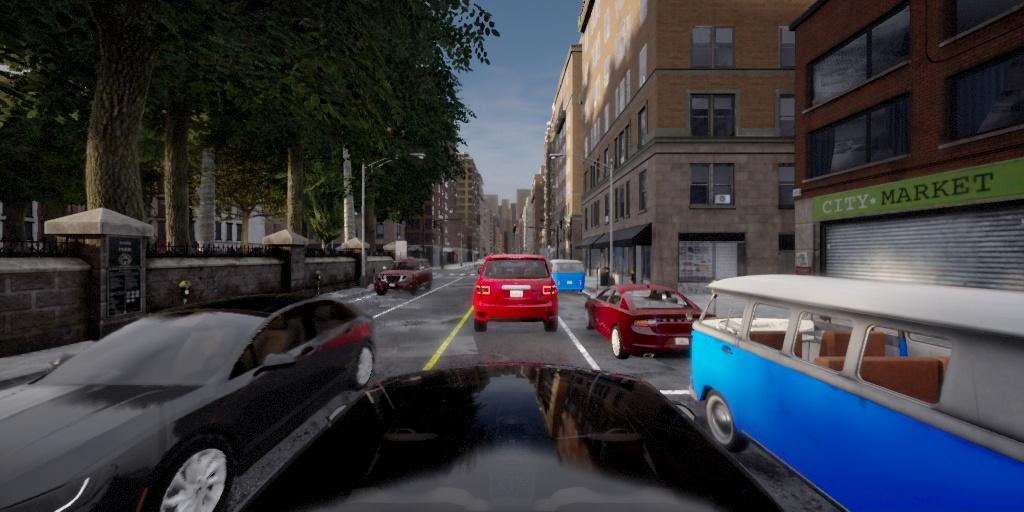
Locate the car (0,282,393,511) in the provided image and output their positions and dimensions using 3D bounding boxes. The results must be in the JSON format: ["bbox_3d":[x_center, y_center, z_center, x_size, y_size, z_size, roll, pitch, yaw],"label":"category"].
[{"bbox_3d":[-3.101,1.255,3.977,1.837,1.490,4.892,0,0,0],"label":"car"}]

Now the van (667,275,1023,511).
[{"bbox_3d":[2.856,1.091,2.578,1.690,1.789,3.998,0,0,0],"label":"van"}]

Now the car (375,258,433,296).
[{"bbox_3d":[-5.676,1.059,19.516,2.192,1.841,5.009,0,0,0],"label":"car"}]

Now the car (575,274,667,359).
[{"bbox_3d":[2.854,1.294,8.239,1.888,1.381,4.507,0,0,0],"label":"car"}]

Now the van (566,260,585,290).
[{"bbox_3d":[2.849,1.085,19.560,1.690,1.789,3.998,0,0,0],"label":"van"}]

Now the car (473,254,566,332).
[{"bbox_3d":[0.093,0.970,10.997,2.150,2.045,5.566,0,0,0],"label":"car"}]
